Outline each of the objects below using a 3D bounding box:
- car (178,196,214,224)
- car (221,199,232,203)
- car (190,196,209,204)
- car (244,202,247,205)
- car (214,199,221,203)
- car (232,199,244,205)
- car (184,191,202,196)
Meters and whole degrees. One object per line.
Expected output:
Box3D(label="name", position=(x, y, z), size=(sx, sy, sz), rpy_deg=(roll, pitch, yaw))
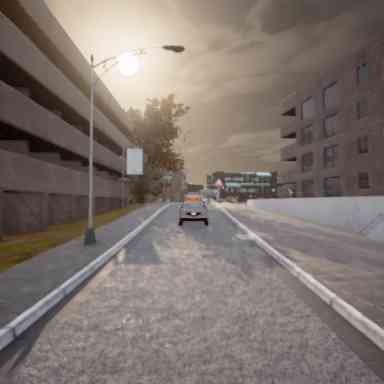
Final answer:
Box3D(label="car", position=(0.094, 1.235, 21.647), size=(2.033, 1.411, 5.357), rpy_deg=(0, 2, 0))
Box3D(label="car", position=(7.805, 2.719, 90.166), size=(2.185, 1.767, 4.553), rpy_deg=(6, -4, -31))
Box3D(label="car", position=(1.953, 2.172, 89.078), size=(2.435, 2.045, 5.566), rpy_deg=(2, -3, -30))
Box3D(label="car", position=(13.635, 3.430, 91.423), size=(1.946, 1.575, 5.366), rpy_deg=(7, -4, -30))
Box3D(label="car", position=(4.833, 2.467, 89.667), size=(2.185, 1.767, 4.553), rpy_deg=(4, -4, -31))
Box3D(label="car", position=(10.802, 2.889, 90.725), size=(2.435, 2.045, 5.566), rpy_deg=(7, -4, -30))
Box3D(label="car", position=(0.131, 0.715, 39.598), size=(2.097, 1.767, 4.553), rpy_deg=(0, 0, 1))
